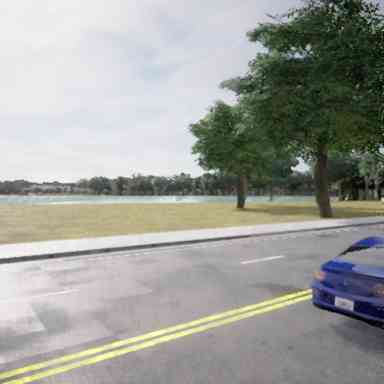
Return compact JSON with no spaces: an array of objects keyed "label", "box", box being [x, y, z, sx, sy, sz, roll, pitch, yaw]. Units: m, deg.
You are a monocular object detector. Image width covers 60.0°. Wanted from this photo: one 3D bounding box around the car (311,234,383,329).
[{"label":"car","box":[4.214,1.561,6.452,4.674,1.442,1.812,0,0,-36]}]
